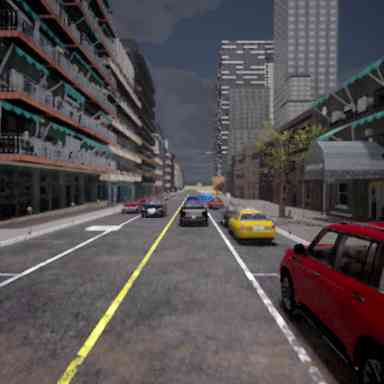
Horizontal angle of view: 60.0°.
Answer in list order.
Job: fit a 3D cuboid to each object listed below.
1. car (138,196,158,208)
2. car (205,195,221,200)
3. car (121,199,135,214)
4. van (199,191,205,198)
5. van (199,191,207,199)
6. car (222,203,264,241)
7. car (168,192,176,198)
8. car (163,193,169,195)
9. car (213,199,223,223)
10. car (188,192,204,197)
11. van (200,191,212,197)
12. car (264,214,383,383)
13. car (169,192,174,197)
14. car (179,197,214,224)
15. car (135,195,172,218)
[{"bbox_3d":[-5.673,1.214,43.399,1.887,1.381,4.507,-1,0,0],"label":"car"},{"bbox_3d":[2.704,1.296,37.859,1.802,1.307,4.206,-1,0,0],"label":"car"},{"bbox_3d":[-5.680,1.339,32.240,1.802,1.307,4.206,-1,0,0],"label":"car"},{"bbox_3d":[2.738,0.596,93.656,1.690,1.788,3.998,-1,1,0],"label":"van"},{"bbox_3d":[2.730,0.692,82.497,1.690,1.788,3.998,-1,0,0],"label":"van"},{"bbox_3d":[2.679,1.408,15.710,1.752,1.417,4.829,-1,0,0],"label":"car"},{"bbox_3d":[-5.639,0.805,93.622,2.008,1.369,4.403,-1,0,0],"label":"car"},{"bbox_3d":[-5.661,1.117,60.140,1.802,1.307,4.206,-1,0,0],"label":"car"},{"bbox_3d":[2.697,1.393,21.119,2.008,1.369,4.403,-1,0,0],"label":"car"},{"bbox_3d":[0.127,1.160,41.788,1.882,1.535,5.008,0,0,0],"label":"car"},{"bbox_3d":[2.715,0.877,60.176,1.690,1.788,3.998,-1,0,0],"label":"van"},{"bbox_3d":[2.643,1.282,4.379,2.192,1.841,5.009,-1,0,0],"label":"car"},{"bbox_3d":[-5.654,0.996,71.302,2.008,1.369,4.403,-1,0,0],"label":"car"},{"bbox_3d":[0.114,1.322,22.853,2.128,1.511,4.902,0,1,0],"label":"car"},{"bbox_3d":[-3.076,1.283,27.829,2.128,1.511,4.902,0,0,0],"label":"car"}]
